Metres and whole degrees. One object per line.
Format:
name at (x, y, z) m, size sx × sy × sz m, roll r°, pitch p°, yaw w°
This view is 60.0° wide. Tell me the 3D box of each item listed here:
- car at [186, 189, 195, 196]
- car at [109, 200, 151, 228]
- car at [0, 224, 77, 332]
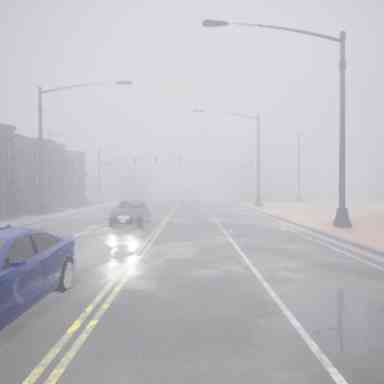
car at (-0.286, -0.071, 81.435) m, size 2.097 × 1.767 × 4.553 m, roll 0°, pitch 6°, yaw 0°
car at (-3.653, 1.250, 20.080) m, size 2.128 × 1.511 × 4.902 m, roll 0°, pitch 1°, yaw 0°
car at (-3.618, 1.413, 5.777) m, size 1.882 × 1.535 × 5.008 m, roll 0°, pitch 1°, yaw 0°
